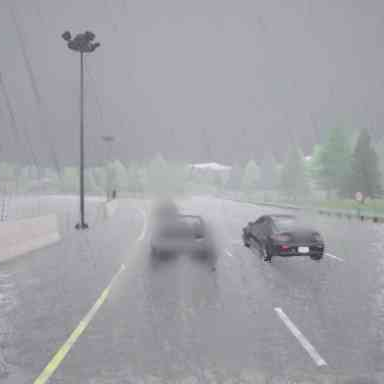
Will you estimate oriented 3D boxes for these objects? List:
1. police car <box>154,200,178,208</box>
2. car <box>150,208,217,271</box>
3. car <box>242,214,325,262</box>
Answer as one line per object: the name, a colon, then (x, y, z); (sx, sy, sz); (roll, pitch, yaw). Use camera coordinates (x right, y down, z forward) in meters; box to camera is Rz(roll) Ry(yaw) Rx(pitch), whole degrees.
police car: (-2.360, 1.500, 30.035); (2.038, 1.542, 4.974); (0, 0, -8)
car: (-0.327, 1.489, 10.887); (2.128, 1.511, 4.902); (0, 0, -3)
car: (3.114, 1.515, 12.007); (1.812, 1.442, 4.674); (0, 0, -4)
